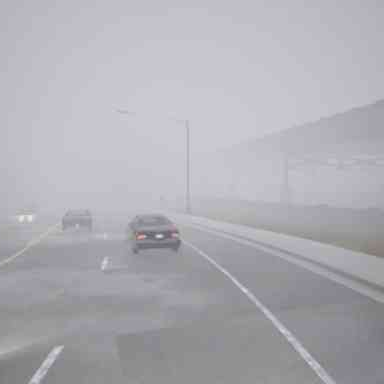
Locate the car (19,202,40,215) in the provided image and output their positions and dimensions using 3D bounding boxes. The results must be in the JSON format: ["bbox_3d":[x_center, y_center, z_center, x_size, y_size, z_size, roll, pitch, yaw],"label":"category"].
[{"bbox_3d":[-21.340,2.130,43.807,2.128,1.511,4.902,-1,0,-16],"label":"car"}]

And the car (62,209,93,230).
[{"bbox_3d":[-8.005,1.886,23.532,1.895,1.301,4.718,-1,0,-16],"label":"car"}]

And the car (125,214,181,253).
[{"bbox_3d":[-1.825,1.672,14.466,2.033,1.411,5.357,-1,0,-15],"label":"car"}]

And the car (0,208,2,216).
[{"bbox_3d":[-23.384,2.154,38.278,1.812,1.442,4.674,-1,-1,-16],"label":"car"}]
